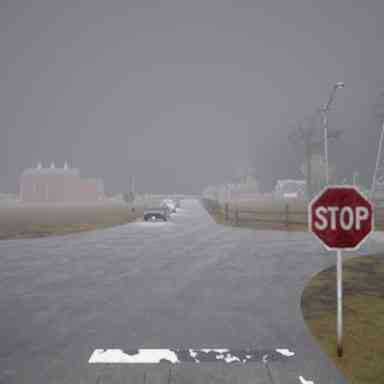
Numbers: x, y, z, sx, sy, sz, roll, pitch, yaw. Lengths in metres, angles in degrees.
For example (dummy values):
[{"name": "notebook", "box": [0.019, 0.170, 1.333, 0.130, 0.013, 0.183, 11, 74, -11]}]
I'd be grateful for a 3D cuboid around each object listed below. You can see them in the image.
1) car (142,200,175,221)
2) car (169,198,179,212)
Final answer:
[{"name": "car", "box": [-2.914, 1.640, 28.465, 2.033, 1.411, 5.357, 0, 0, 2]}, {"name": "car", "box": [-2.867, 1.655, 38.854, 1.812, 1.442, 4.674, 0, 0, 0]}]
